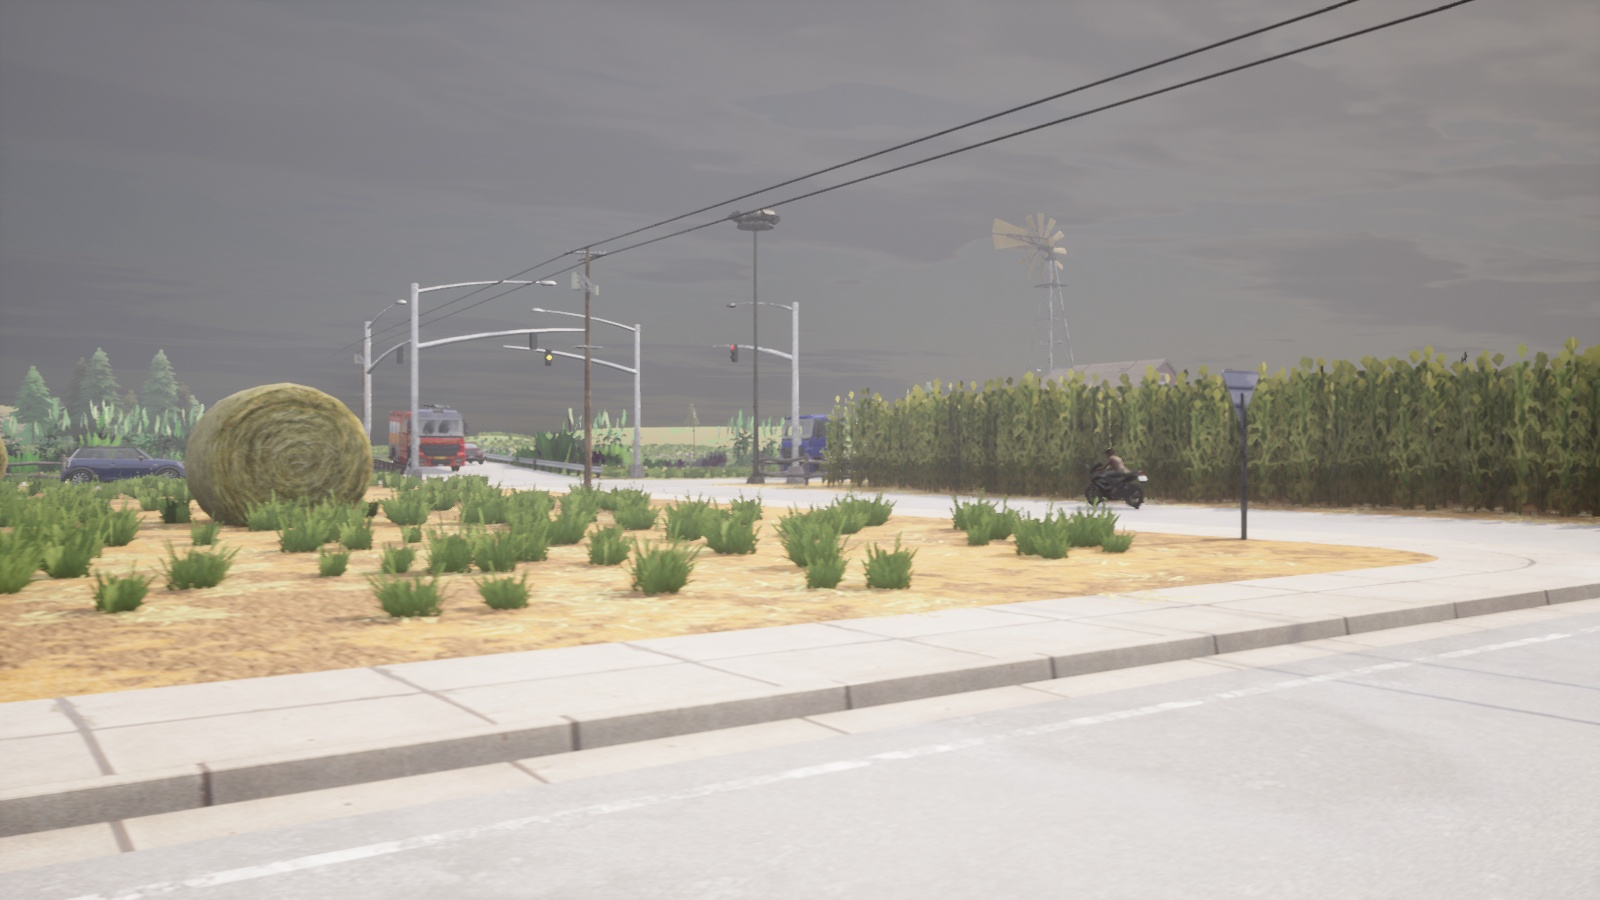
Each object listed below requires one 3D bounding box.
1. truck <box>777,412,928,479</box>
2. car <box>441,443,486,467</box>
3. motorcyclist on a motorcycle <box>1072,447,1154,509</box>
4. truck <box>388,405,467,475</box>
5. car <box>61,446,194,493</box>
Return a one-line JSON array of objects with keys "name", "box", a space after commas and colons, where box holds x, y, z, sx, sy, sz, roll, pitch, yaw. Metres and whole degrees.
[{"name": "truck", "box": [2.892, -0.244, 67.678, 7.936, 3.462, 2.891, 0, 0, -34]}, {"name": "car", "box": [-21.757, 0.286, 81.057, 1.812, 1.442, 4.674, 0, 1, -27]}, {"name": "motorcyclist on a motorcycle", "box": [8.047, 0.698, 32.373, 0.797, 1.523, 2.044, 0, 0, -34]}, {"name": "truck", "box": [-22.102, -0.681, 74.170, 2.891, 3.827, 8.468, 0, 3, -28]}, {"name": "car", "box": [-26.594, 0.743, 49.674, 4.553, 1.767, 2.097, 0, 0, -31]}]
